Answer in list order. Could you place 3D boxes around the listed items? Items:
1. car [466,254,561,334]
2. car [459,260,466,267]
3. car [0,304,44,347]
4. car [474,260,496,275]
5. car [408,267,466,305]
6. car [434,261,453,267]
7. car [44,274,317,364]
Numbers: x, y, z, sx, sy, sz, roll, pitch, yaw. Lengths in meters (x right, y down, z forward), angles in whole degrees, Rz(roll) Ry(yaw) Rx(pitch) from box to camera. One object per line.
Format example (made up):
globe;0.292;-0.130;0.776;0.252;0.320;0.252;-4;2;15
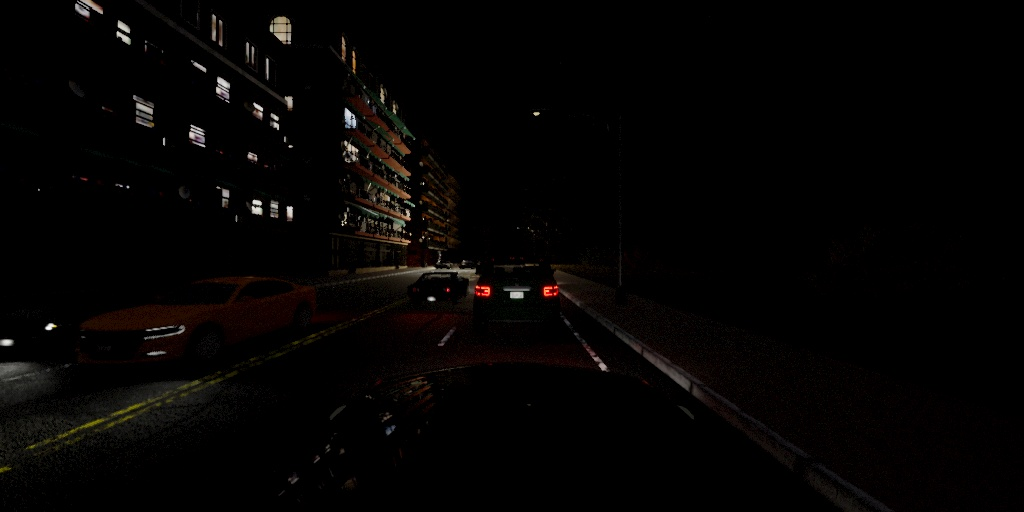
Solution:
car;0.129;0.973;10.762;2.150;2.045;5.566;0;0;0
car;-6.403;1.314;51.463;1.994;1.385;4.181;0;0;0
car;-9.819;1.298;9.629;2.033;1.411;5.357;0;0;0
car;-2.999;1.243;40.768;2.128;1.511;4.902;0;0;0
car;-3.095;1.353;16.056;1.895;1.301;4.718;0;0;0
car;-9.657;1.351;50.840;1.895;1.301;4.718;0;0;0
car;-6.575;1.229;8.293;1.882;1.535;5.008;0;0;0
